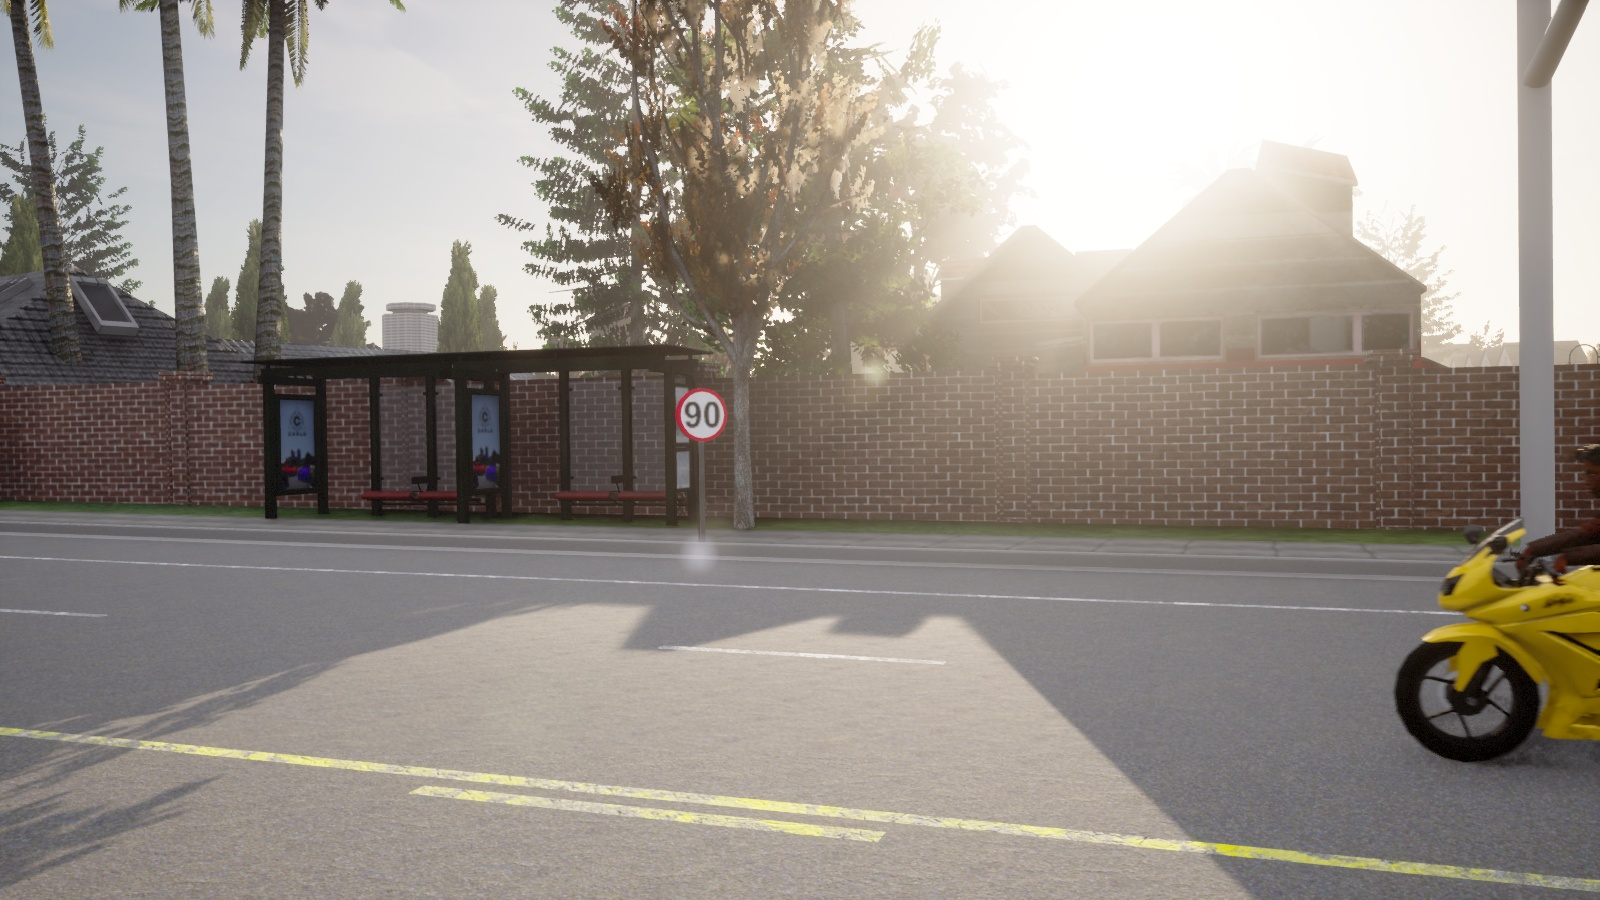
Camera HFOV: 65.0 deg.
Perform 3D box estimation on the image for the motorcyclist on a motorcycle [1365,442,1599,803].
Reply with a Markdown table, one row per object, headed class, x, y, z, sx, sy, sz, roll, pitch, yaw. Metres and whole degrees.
| class | x | y | z | sx | sy | sz | roll | pitch | yaw |
| --- | --- | --- | --- | --- | --- | --- | --- | --- | --- |
| motorcyclist on a motorcycle | 3.705 | 0.734 | 5.640 | 2.044 | 1.523 | 0.797 | 1 | 1 | 19 |
